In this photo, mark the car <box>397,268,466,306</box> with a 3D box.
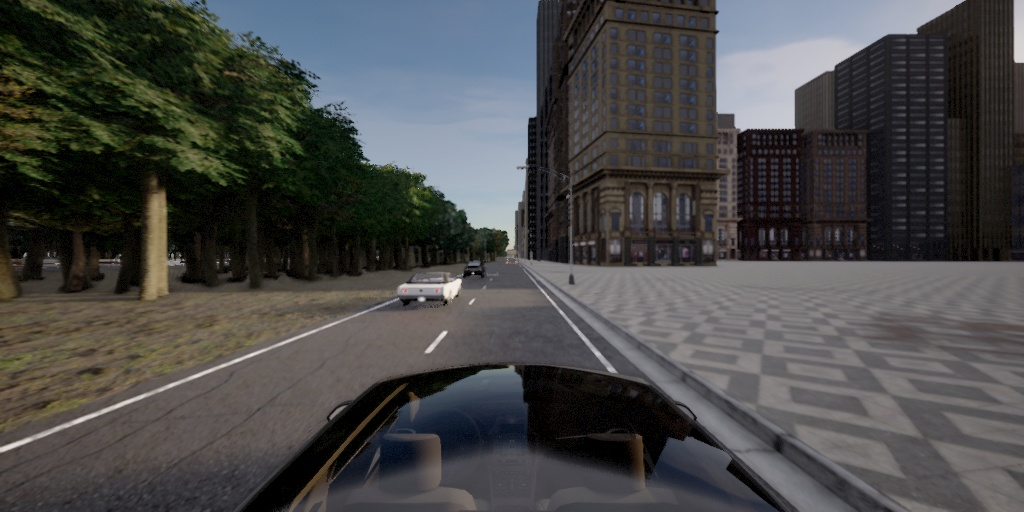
[{"bbox_3d":[-3.399,1.350,15.726,1.895,1.301,4.718,0,0,0],"label":"car"}]

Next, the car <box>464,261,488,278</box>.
[{"bbox_3d":[-3.400,1.252,33.617,1.837,1.490,4.892,0,0,0],"label":"car"}]
